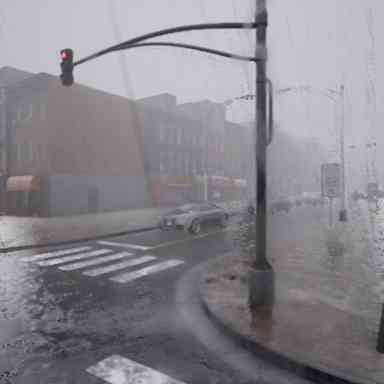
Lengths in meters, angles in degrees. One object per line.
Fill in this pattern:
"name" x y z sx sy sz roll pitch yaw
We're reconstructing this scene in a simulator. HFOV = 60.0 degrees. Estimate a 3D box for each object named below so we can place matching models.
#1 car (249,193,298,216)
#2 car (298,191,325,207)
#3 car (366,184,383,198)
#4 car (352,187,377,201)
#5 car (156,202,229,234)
"car" 5.939 0.872 24.949 2.128 1.511 4.902 0 1 35
"car" 11.893 0.648 33.318 1.812 1.442 4.674 0 1 36
"car" 27.335 -0.176 49.946 2.150 2.045 5.566 0 1 35
"car" 21.473 0.427 41.715 1.895 1.301 4.718 0 1 35
"car" 0.122 1.207 16.758 1.994 1.385 4.181 0 1 36
